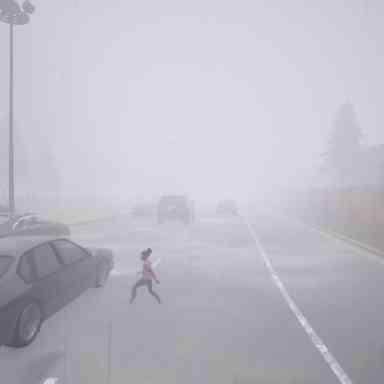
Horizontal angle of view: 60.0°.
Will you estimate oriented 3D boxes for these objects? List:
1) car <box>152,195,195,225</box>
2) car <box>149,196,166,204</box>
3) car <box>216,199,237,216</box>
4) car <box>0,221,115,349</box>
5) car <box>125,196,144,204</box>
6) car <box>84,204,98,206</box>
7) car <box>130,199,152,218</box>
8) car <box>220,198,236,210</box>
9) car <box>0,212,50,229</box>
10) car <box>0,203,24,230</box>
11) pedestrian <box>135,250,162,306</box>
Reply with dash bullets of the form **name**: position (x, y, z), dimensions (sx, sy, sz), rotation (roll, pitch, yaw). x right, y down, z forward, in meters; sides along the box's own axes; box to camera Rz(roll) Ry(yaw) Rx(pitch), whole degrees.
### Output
- **car**: position (-1.083, 1.222, 24.470), dimensions (2.150, 2.045, 5.566), rotation (0, 0, 7)
- **car**: position (-6.739, 1.555, 65.493), dimensions (2.033, 1.411, 5.357), rotation (0, 0, 7)
- **car**: position (3.397, 1.601, 32.321), dimensions (1.895, 1.301, 4.718), rotation (0, 0, 7)
- **car**: position (-3.132, 1.548, 6.253), dimensions (2.033, 1.411, 5.357), rotation (0, 0, 5)
- **car**: position (-10.671, 1.492, 62.454), dimensions (2.128, 1.511, 4.902), rotation (0, 0, 7)
- **car**: position (-15.535, 1.352, 52.001), dimensions (2.097, 1.767, 4.553), rotation (0, 0, 7)
- **car**: position (-3.942, 1.547, 29.944), dimensions (2.033, 1.411, 5.357), rotation (0, 0, 7)
- **car**: position (4.712, 1.564, 43.168), dimensions (1.994, 1.385, 4.181), rotation (0, 0, 7)
- **car**: position (-6.068, 1.492, 11.714), dimensions (2.128, 1.511, 4.902), rotation (0, 0, 6)
- **car**: position (-12.457, 1.491, 19.650), dimensions (2.128, 1.511, 4.902), rotation (0, 0, 7)
- **pedestrian**: position (-0.863, 1.294, 6.663), dimensions (0.375, 1.860, 0.375), rotation (0, 0, 4)
